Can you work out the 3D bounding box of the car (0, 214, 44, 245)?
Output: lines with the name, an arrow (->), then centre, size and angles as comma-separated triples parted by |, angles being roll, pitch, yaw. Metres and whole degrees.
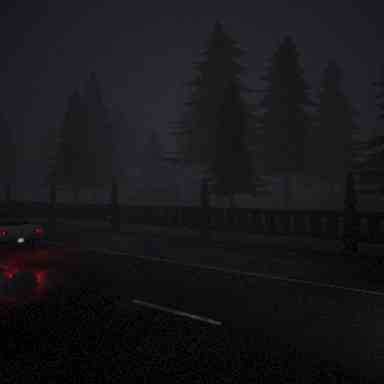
car -> -8.554, 1.613, 14.396 | 4.718, 1.301, 1.895 | 0, 0, 36
